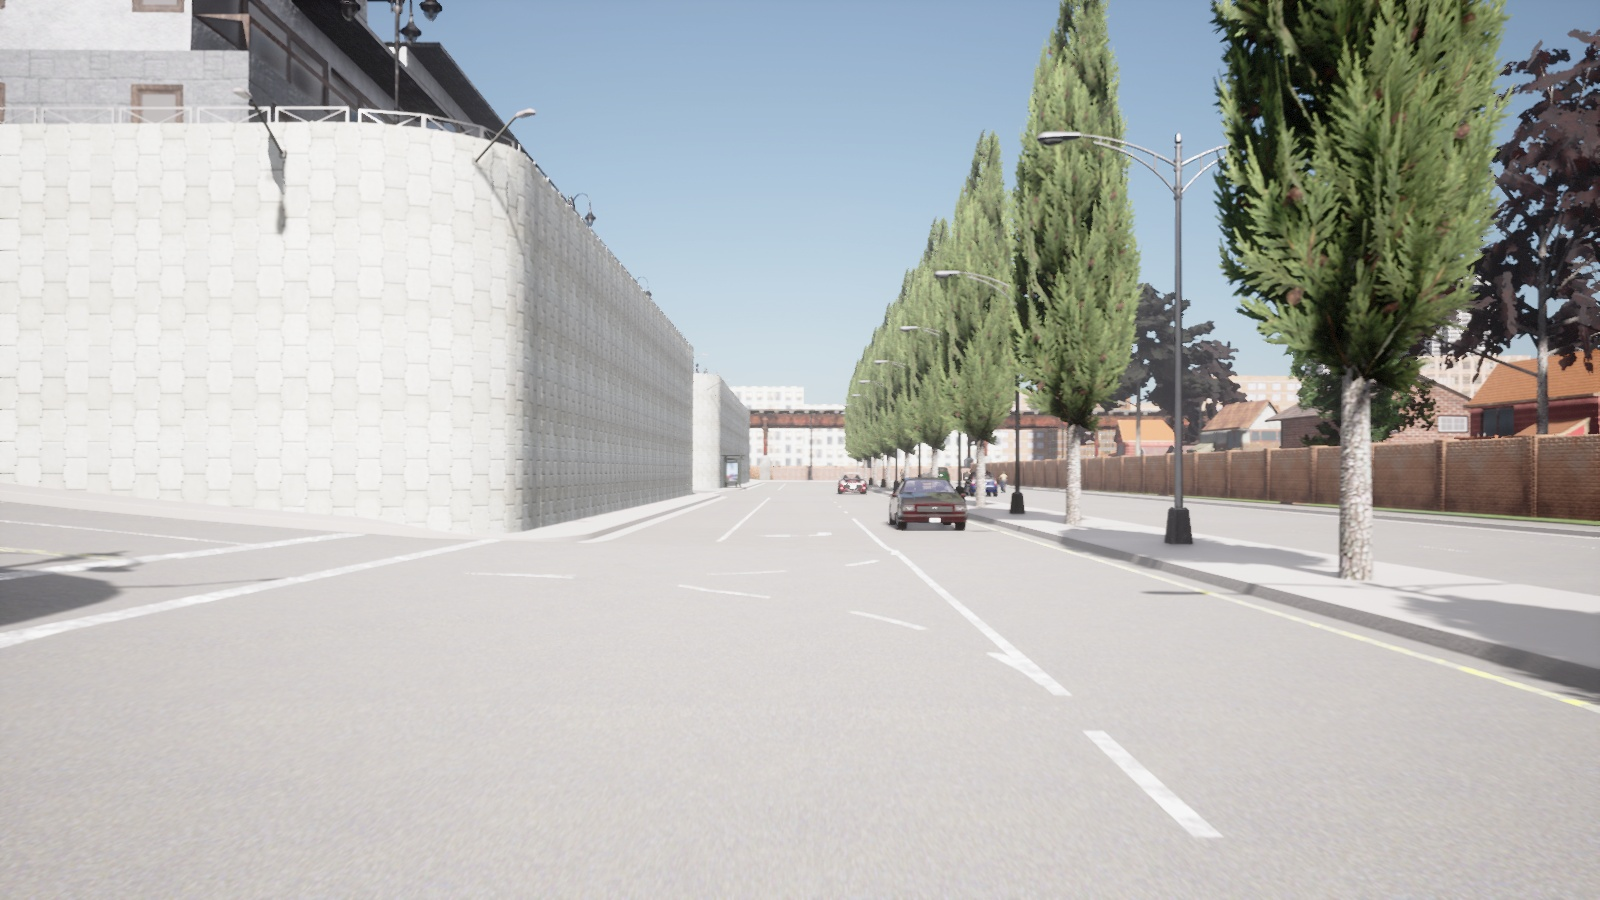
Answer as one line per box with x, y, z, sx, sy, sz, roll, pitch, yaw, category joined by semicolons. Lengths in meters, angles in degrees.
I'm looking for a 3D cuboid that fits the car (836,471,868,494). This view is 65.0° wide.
3.484;2.178;84.674;1.970;1.475;3.806;0;-1;0;car

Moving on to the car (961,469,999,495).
11.484;2.010;80.235;1.851;1.617;3.988;0;-1;0;car

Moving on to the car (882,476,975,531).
3.493;1.436;35.101;2.033;1.411;5.357;0;-1;0;car
